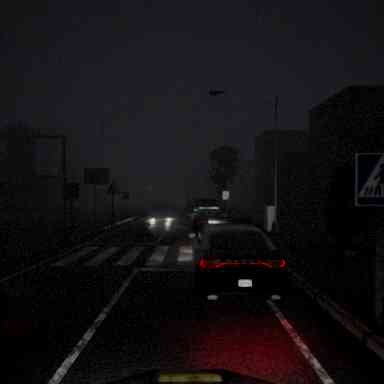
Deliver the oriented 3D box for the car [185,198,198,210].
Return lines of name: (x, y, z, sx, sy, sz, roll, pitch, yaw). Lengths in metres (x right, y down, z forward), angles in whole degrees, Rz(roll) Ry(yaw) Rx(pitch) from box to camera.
car: (-0.044, 2.036, 59.259, 2.150, 2.045, 5.566, 0, -1, 0)

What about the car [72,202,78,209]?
car: (-22.002, 2.193, 54.555, 5.008, 1.535, 2.097, 0, -1, 0)

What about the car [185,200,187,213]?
car: (-0.028, 2.113, 45.824, 1.837, 1.490, 4.892, 0, -1, 0)

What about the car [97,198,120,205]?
car: (-21.975, 2.695, 86.185, 5.008, 1.535, 2.097, 0, -1, 0)

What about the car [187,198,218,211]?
car: (0.939, 1.502, 24.518, 2.150, 2.045, 5.566, 0, -1, 0)

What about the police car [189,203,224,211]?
police car: (0.943, 1.609, 18.593, 1.930, 1.638, 5.238, 0, -1, 0)

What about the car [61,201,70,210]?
car: (-21.992, 2.143, 51.282, 4.892, 1.521, 2.231, 0, -1, 0)

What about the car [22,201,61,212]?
car: (-21.996, 2.130, 48.006, 4.674, 1.452, 2.002, 0, -1, 0)

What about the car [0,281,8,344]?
car: (-3.355, 1.494, 2.432, 2.128, 1.511, 4.902, 0, 0, 0)

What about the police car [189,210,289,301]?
police car: (0.956, 1.467, 8.582, 1.930, 1.638, 5.238, 0, -1, 0)

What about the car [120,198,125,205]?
car: (-21.984, 2.803, 91.752, 5.008, 1.535, 2.097, 0, -1, 0)

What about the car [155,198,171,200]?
car: (-8.894, 2.749, 88.943, 4.892, 1.521, 2.231, 0, -1, 0)

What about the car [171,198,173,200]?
car: (-8.927, 2.553, 91.749, 5.566, 2.045, 2.435, 0, -1, 0)

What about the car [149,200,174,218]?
car: (-3.288, 1.937, 36.179, 1.882, 1.535, 5.008, 0, -1, 0)
